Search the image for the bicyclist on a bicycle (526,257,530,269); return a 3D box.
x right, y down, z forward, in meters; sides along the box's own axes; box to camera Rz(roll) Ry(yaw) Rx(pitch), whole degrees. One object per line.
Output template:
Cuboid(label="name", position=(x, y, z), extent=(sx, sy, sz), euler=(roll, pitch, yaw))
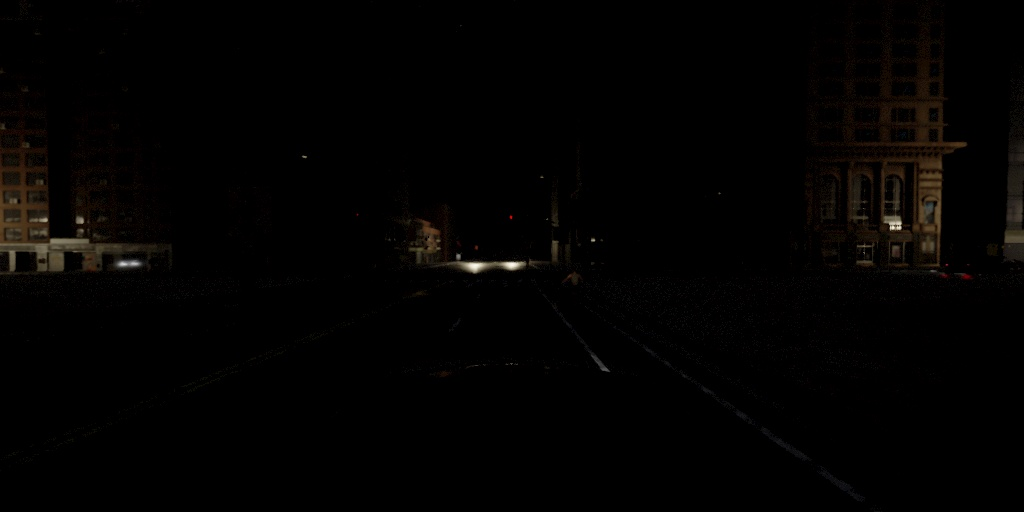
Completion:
Cuboid(label="bicyclist on a bicycle", position=(2.259, 1.063, 51.541), extent=(0.659, 1.776, 1.843), euler=(0, 0, 0))

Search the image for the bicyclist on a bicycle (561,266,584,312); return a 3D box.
Cuboid(label="bicyclist on a bicycle", position=(2.242, 1.165, 13.048), extent=(0.866, 1.612, 1.509), euler=(0, 0, 0))

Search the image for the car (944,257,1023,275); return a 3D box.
Cuboid(label="car", position=(43.263, 0.900, 33.179), extent=(4.553, 1.767, 2.097), euler=(-1, 1, 0))
